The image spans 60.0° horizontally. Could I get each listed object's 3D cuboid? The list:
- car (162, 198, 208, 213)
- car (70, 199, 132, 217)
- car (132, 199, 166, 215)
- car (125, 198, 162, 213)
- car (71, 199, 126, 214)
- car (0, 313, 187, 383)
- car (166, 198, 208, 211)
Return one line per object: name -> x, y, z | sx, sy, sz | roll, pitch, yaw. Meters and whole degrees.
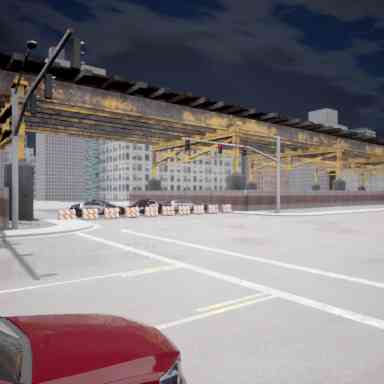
car -> -0.804, 1.453, 36.824 | 4.974, 1.542, 2.038 | 0, 0, -7
car -> -8.440, 1.453, 30.356 | 4.974, 1.542, 2.038 | 0, 0, 8
car -> -4.703, 1.453, 33.052 | 2.038, 1.542, 4.974 | 0, 0, 18
car -> -4.687, 1.295, 33.102 | 1.853, 1.218, 4.536 | 0, 0, 18
car -> -8.491, 1.295, 30.363 | 4.536, 1.218, 1.853 | 0, 0, 8
car -> -2.195, 1.526, 2.201 | 4.674, 1.442, 1.812 | 0, 0, -35
car -> -0.855, 1.295, 36.817 | 4.536, 1.218, 1.853 | 0, 0, -7
